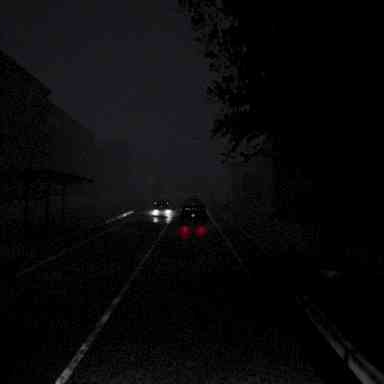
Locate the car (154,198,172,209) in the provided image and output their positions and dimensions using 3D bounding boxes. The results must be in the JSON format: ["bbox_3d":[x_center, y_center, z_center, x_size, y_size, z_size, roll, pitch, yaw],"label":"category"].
[{"bbox_3d":[-3.465,1.349,39.854,1.895,1.301,4.718,0,0,0],"label":"car"}]

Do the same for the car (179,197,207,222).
[{"bbox_3d":[0.078,1.368,25.267,2.128,1.511,4.902,0,1,0],"label":"car"}]
